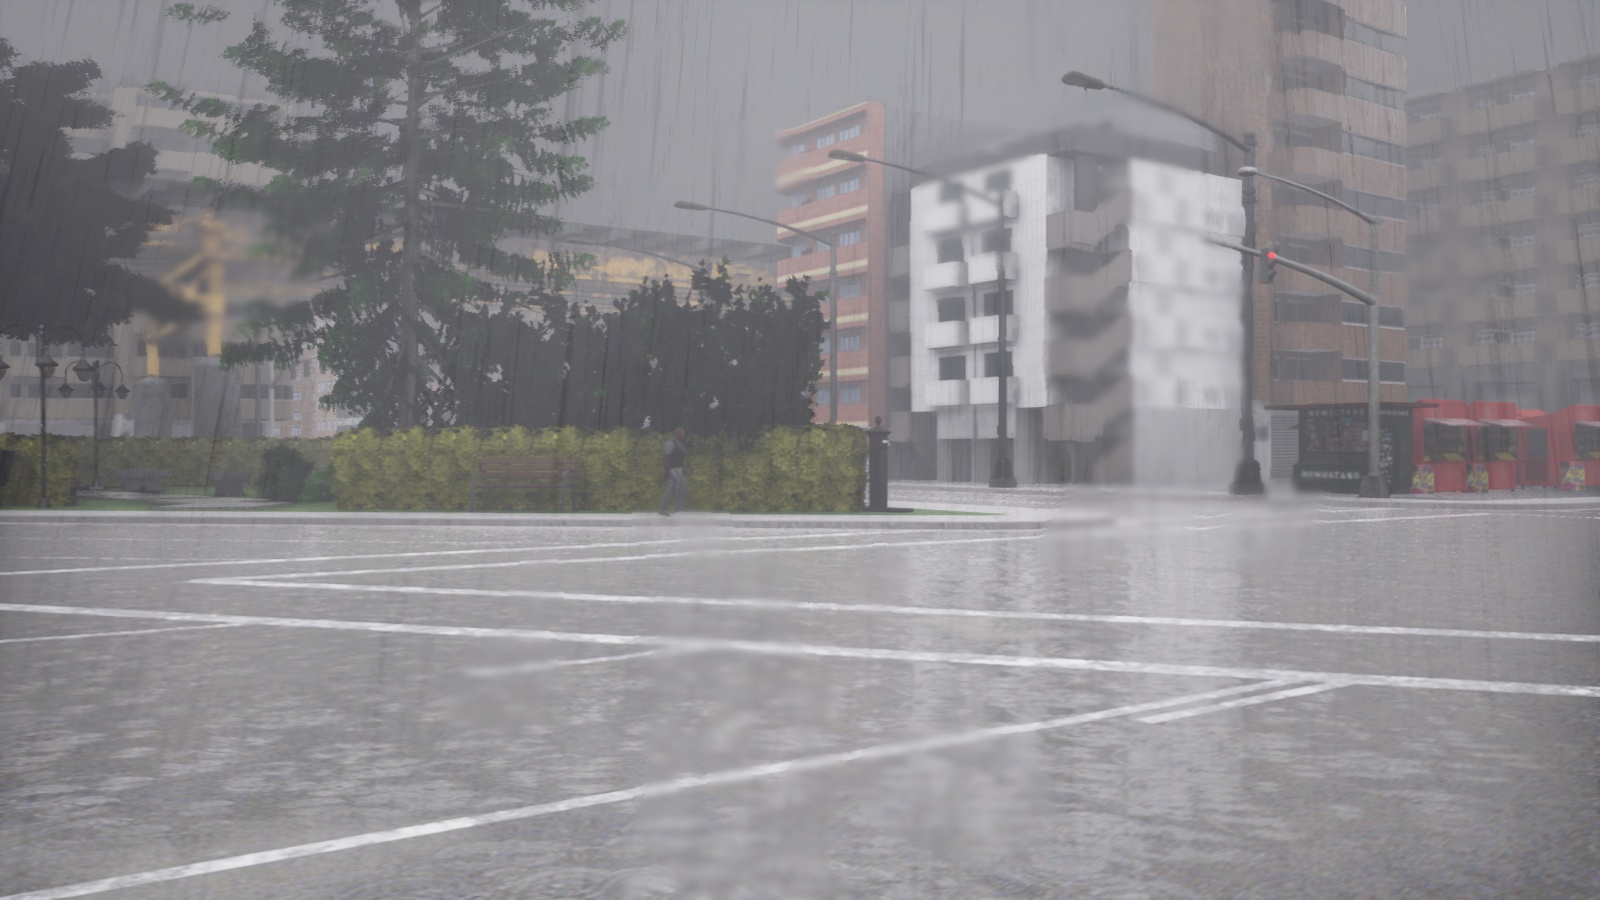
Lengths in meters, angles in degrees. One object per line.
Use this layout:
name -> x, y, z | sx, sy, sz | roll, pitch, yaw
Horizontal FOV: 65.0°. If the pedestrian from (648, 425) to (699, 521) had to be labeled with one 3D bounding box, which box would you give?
pedestrian -> -2.514, 0.447, 25.033 | 0.849, 1.883, 0.563 | 0, 0, 13
